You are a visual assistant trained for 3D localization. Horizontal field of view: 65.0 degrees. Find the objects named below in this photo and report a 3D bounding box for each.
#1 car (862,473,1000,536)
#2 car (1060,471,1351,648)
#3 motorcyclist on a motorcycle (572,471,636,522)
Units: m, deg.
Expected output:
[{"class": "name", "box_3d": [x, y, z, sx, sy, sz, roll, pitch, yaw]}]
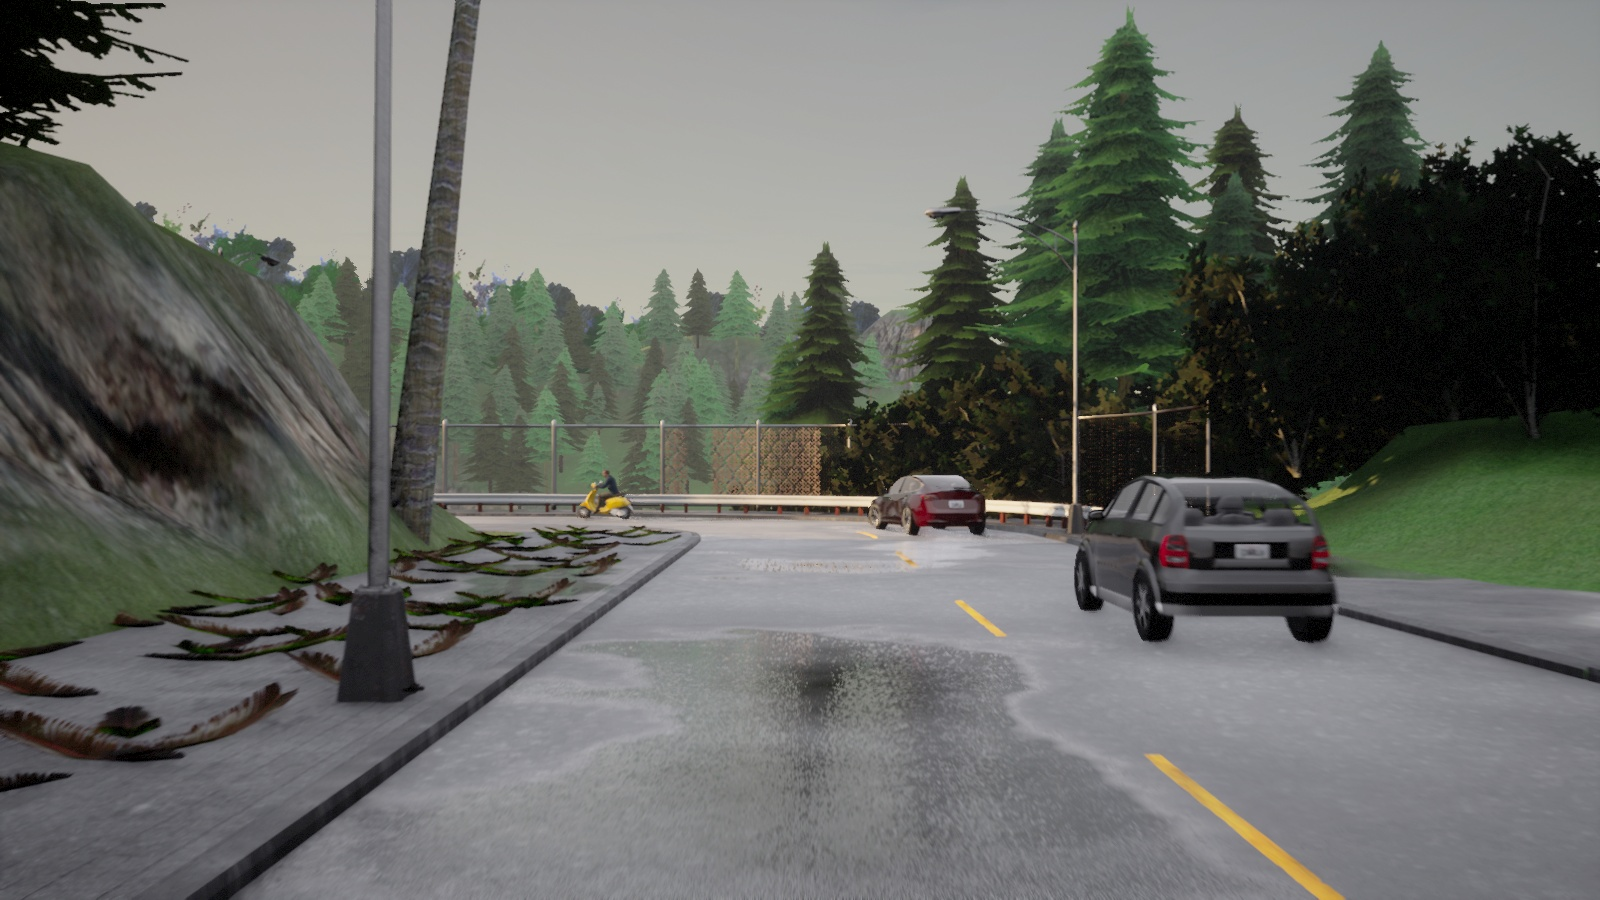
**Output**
[{"class": "car", "box_3d": [3.260, 1.347, 32.473, 2.163, 1.488, 4.792, 0, -1, -12]}, {"class": "car", "box_3d": [3.963, 0.994, 12.947, 1.789, 1.549, 3.705, 0, -1, 0]}, {"class": "motorcyclist on a motorcycle", "box_3d": [-6.235, 1.463, 39.969, 1.817, 1.590, 0.866, 0, 0, 8]}]
